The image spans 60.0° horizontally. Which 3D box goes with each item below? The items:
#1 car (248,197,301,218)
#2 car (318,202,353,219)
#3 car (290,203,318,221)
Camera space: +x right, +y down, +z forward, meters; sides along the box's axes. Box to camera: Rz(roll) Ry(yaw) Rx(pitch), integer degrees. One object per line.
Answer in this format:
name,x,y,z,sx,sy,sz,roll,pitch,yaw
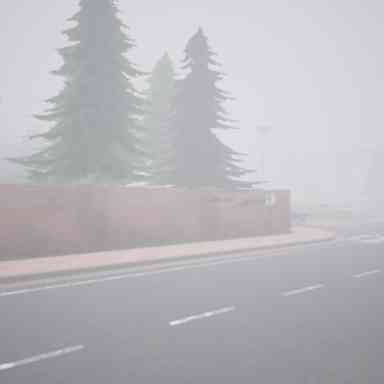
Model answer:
car,8.790,1.558,35.985,2.150,2.045,5.566,1,0,-35
car,14.098,1.856,34.531,1.882,1.535,5.008,1,0,-35
car,8.355,1.841,30.493,2.033,1.411,5.357,1,0,-34
